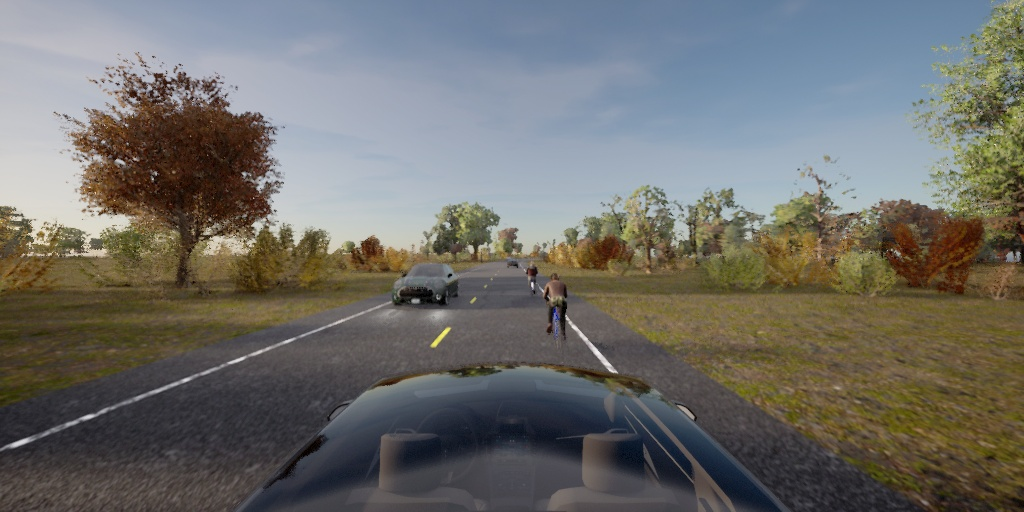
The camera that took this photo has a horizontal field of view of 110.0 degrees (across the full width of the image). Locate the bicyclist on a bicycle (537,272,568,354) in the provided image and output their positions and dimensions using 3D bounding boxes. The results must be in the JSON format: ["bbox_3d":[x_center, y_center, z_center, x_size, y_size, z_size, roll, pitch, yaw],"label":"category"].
[{"bbox_3d":[0.966,1.204,7.841,0.582,1.620,1.656,0,0,0],"label":"bicyclist on a bicycle"}]

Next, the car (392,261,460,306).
[{"bbox_3d":[-3.596,1.103,15.639,2.097,1.767,4.553,0,0,0],"label":"car"}]

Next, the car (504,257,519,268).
[{"bbox_3d":[0.116,1.212,60.004,1.837,1.490,4.892,0,0,0],"label":"car"}]

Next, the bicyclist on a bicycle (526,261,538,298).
[{"bbox_3d":[0.970,1.121,17.500,0.659,1.776,1.843,0,0,0],"label":"bicyclist on a bicycle"}]
